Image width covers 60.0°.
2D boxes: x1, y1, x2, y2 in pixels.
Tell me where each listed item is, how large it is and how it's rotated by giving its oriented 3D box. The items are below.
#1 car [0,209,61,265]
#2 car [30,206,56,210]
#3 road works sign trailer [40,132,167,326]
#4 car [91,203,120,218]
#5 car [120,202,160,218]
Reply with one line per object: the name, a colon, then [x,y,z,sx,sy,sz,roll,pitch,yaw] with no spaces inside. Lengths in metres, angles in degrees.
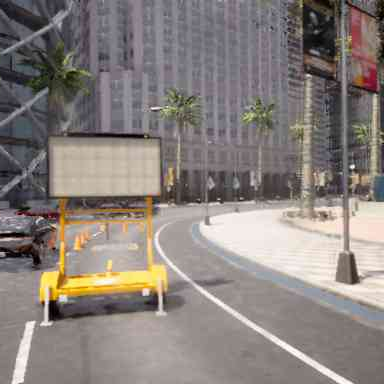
car: [-6.099,1.629,12.051,2.128,1.511,4.902,-1,0,-13]
car: [-13.373,1.920,29.390,1.895,1.301,4.718,-1,0,12]
road works sign trailer: [-1.870,0.522,7.359,2.380,3.560,2.880,-1,0,-12]
car: [-8.429,1.840,34.085,1.994,1.385,4.181,-1,0,21]
car: [-4.834,1.730,33.422,1.837,1.490,4.892,-2,-1,19]
